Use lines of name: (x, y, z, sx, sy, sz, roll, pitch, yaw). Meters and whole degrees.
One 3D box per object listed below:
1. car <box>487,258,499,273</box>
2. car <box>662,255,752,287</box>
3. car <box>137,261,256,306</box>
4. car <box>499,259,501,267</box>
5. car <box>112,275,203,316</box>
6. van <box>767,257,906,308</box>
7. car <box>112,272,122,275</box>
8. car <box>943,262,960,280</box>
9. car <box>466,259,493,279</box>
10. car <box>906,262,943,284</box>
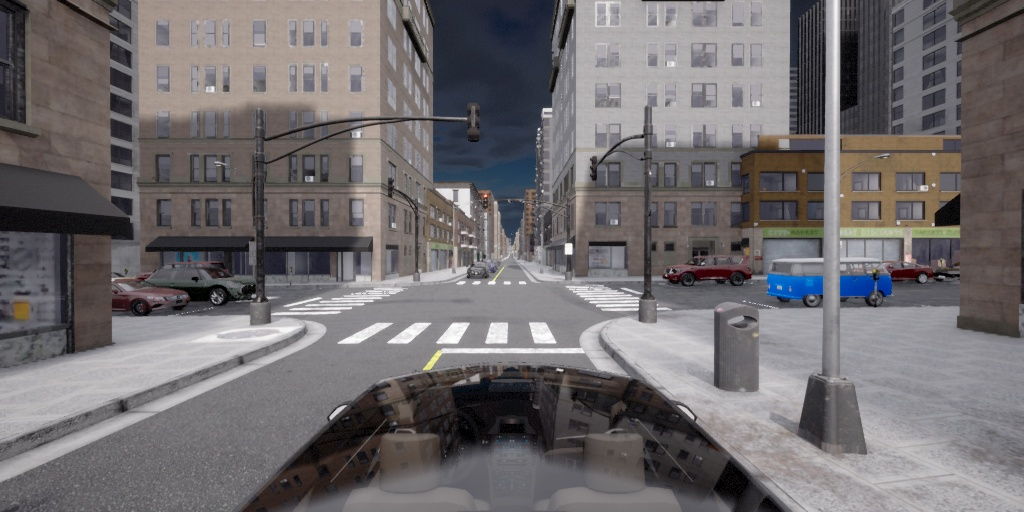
car: (-3.073, 1.116, 43.545, 2.097, 1.767, 4.553, 0, 0, 0)
car: (12.103, 0.872, 22.291, 5.009, 1.841, 2.192, 0, 0, 0)
car: (-14.005, 1.270, 16.351, 4.553, 1.767, 2.097, -1, 0, 0)
car: (-3.067, 1.283, 53.693, 1.837, 1.490, 4.892, 0, 0, 0)
car: (-14.814, 1.528, 13.708, 4.207, 1.307, 1.802, 0, 0, 0)
van: (12.122, 0.957, 13.766, 3.998, 1.789, 1.690, 0, 0, 0)
car: (-26.012, 1.552, 22.210, 4.829, 1.417, 1.751, 0, 0, 0)
car: (28.930, 0.916, 22.327, 4.313, 1.339, 1.948, 0, 0, 0)
car: (-3.082, 1.260, 33.387, 1.837, 1.490, 4.892, 0, 0, 0)
car: (23.321, 0.964, 22.315, 4.507, 1.381, 1.888, 0, 0, 0)
